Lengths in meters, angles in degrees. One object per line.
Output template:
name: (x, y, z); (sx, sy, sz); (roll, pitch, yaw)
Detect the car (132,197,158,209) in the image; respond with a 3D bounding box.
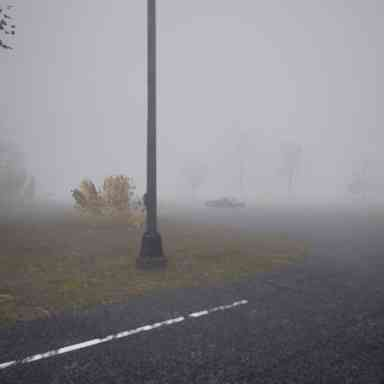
car: (-5.052, 1.193, 36.459); (1.812, 1.442, 4.674); (-1, 1, -35)

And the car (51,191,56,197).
car: (-34.497, 0.527, 81.560); (2.128, 1.511, 4.902); (-1, 1, -28)

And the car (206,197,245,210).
car: (3.552, 1.241, 36.409); (1.895, 1.301, 4.718); (-1, 1, -35)
